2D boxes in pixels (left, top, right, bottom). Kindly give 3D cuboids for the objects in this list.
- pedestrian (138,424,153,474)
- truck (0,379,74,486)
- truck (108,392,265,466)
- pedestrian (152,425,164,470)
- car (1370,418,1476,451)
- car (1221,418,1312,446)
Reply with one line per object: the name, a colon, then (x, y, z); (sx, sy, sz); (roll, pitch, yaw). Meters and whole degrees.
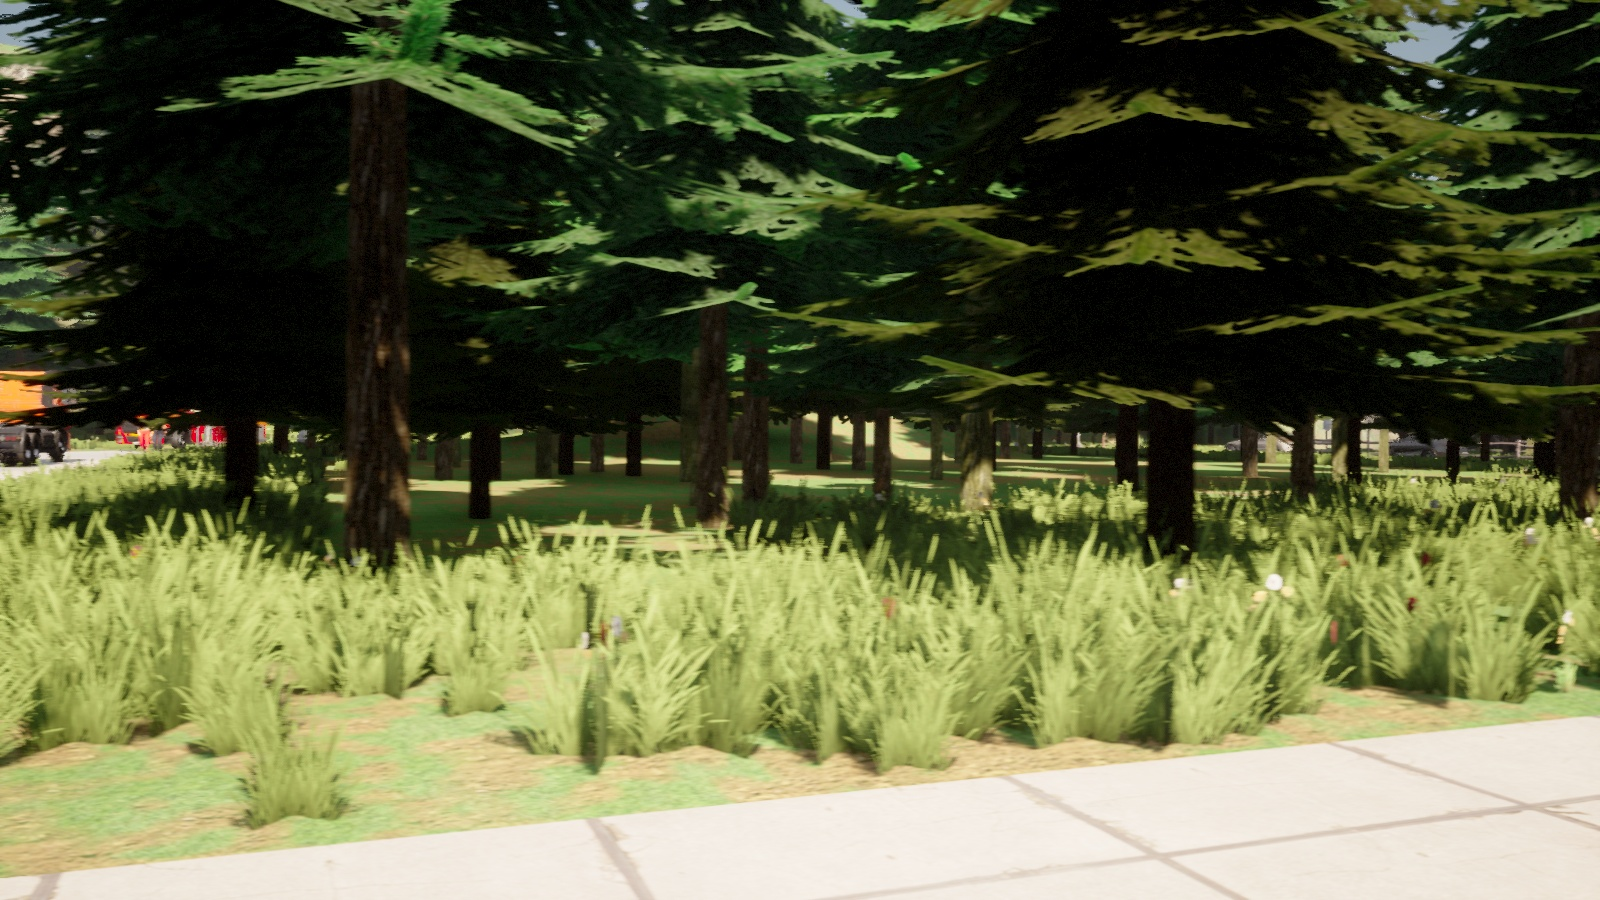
pedestrian: (-24.322, -0.053, 46.664); (0.345, 1.836, 0.594); (-2, 1, -39)
truck: (-28.054, -0.609, 44.187); (2.891, 3.462, 7.936); (-1, 1, -20)
truck: (-33.717, -1.149, 69.488); (2.891, 3.827, 8.468); (-1, 1, 15)
pedestrian: (-26.091, -0.106, 51.072); (0.345, 1.836, 0.594); (-1, 1, -21)
car: (32.258, -0.805, 65.175); (2.033, 1.649, 4.856); (-1, 1, -20)
car: (28.003, -1.079, 75.541); (2.152, 1.651, 5.027); (-1, 1, -27)
